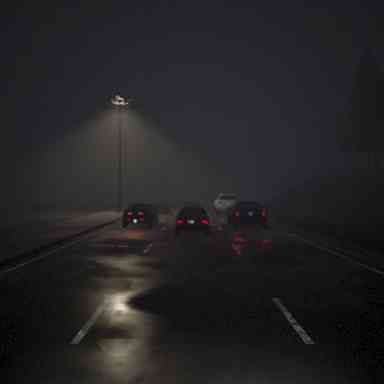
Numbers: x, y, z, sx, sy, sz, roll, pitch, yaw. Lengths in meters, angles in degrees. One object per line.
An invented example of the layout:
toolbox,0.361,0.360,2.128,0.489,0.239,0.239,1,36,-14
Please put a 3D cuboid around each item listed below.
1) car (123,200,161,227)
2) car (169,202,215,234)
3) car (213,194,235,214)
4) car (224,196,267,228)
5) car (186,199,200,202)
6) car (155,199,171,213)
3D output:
car,-3.433,1.504,22.614,1.837,1.490,4.892,0,0,0
car,0.043,1.548,19.237,2.033,1.411,5.357,0,0,1
car,3.571,1.220,35.745,2.150,2.045,5.566,0,0,0
car,3.565,1.352,22.191,2.097,1.767,4.553,0,0,0
car,0.093,1.490,37.317,2.128,1.511,4.902,0,0,1
car,-3.407,1.490,37.169,2.128,1.511,4.902,0,0,1
